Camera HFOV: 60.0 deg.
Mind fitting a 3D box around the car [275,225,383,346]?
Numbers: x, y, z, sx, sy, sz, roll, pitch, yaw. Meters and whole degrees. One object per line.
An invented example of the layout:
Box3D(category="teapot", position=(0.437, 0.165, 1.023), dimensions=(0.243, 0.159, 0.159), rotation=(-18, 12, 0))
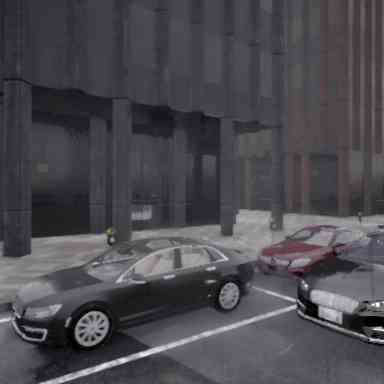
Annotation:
Box3D(category="car", position=(3.984, 1.510, 6.215), dimensions=(4.902, 1.511, 2.128), rotation=(0, 0, -35))

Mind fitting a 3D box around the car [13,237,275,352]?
Box3D(category="car", position=(-0.785, 1.558, 6.092), dimensions=(4.403, 1.369, 2.008), rotation=(0, 0, -36))

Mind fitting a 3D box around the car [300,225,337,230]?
Box3D(category="car", position=(3.655, 1.603, 9.264), dimensions=(4.206, 1.307, 1.802), rotation=(0, 0, -36))
